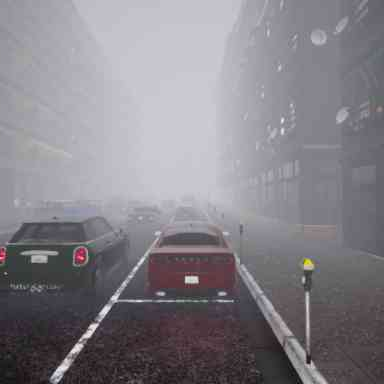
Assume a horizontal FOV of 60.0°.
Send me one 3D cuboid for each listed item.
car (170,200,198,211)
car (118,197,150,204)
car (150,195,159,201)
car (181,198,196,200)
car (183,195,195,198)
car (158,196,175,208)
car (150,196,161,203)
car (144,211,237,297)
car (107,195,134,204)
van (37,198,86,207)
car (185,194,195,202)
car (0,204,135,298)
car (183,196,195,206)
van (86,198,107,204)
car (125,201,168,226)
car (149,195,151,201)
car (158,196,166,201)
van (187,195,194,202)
[{"bbox_3d":[-0.437,1.572,26.224,1.887,1.381,4.507,1,0,0],"label":"car"},{"bbox_3d":[-5.857,1.548,34.204,1.837,1.490,4.892,0,0,0],"label":"car"},{"bbox_3d":[-8.315,1.471,70.528,2.192,1.841,5.009,1,0,0],"label":"car"},{"bbox_3d":[-0.437,1.582,31.754,1.887,1.381,4.507,1,0,0],"label":"car"},{"bbox_3d":[-0.428,1.490,37.286,1.967,1.590,4.097,1,0,0],"label":"car"},{"bbox_3d":[-2.934,1.543,43.558,1.882,1.535,5.008,0,0,0],"label":"car"},{"bbox_3d":[-8.321,1.725,76.059,1.887,1.381,4.507,1,0,0],"label":"car"},{"bbox_3d":[-0.006,1.482,8.653,1.882,1.535,5.008,0,0,0],"label":"car"},{"bbox_3d":[-8.313,1.365,37.346,2.192,1.841,5.009,1,0,0],"label":"car"},{"bbox_3d":[-8.312,1.359,20.753,1.690,1.788,3.998,2,0,0],"label":"van"},{"bbox_3d":[-0.470,1.521,81.536,2.192,1.841,5.009,1,0,0],"label":"car"},{"bbox_3d":[-3.020,1.357,8.716,2.097,1.767,4.553,0,0,0],"label":"car"},{"bbox_3d":[-0.471,1.553,59.411,1.967,1.590,4.097,1,0,0],"label":"car"},{"bbox_3d":[-8.313,1.368,26.285,1.690,1.788,3.998,1,0,0],"label":"van"},{"bbox_3d":[-2.958,1.566,21.788,2.033,1.411,5.357,0,0,0],"label":"car"},{"bbox_3d":[-8.320,1.660,53.938,1.947,1.339,4.313,1,0,0],"label":"car"},{"bbox_3d":[-8.323,1.847,92.652,1.802,1.307,4.206,1,0,0],"label":"car"},{"bbox_3d":[-0.471,1.575,87.068,1.690,1.788,3.998,1,0,0],"label":"van"}]
